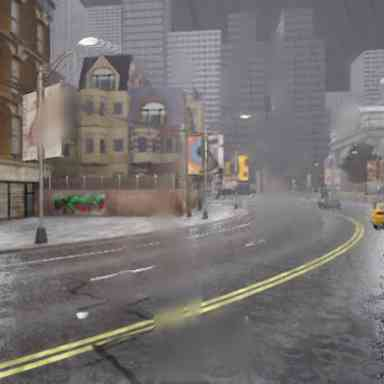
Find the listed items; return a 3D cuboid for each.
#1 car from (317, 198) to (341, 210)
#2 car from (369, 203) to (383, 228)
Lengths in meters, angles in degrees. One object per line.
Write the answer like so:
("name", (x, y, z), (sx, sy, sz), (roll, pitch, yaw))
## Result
("car", (17.391, 1.455, 42.429), (2.128, 1.511, 4.902), (0, 0, 7))
("car", (12.610, 1.434, 21.401), (1.882, 1.535, 5.008), (0, 0, 25))
